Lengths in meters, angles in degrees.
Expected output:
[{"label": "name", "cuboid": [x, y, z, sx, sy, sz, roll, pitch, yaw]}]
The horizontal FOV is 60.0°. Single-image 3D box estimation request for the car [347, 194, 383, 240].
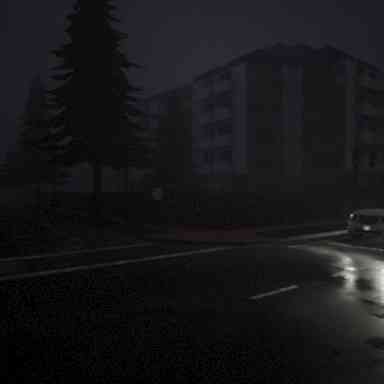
[{"label": "car", "cuboid": [9.404, 1.095, 15.065, 5.566, 2.045, 2.150, -1, 0, -34]}]
